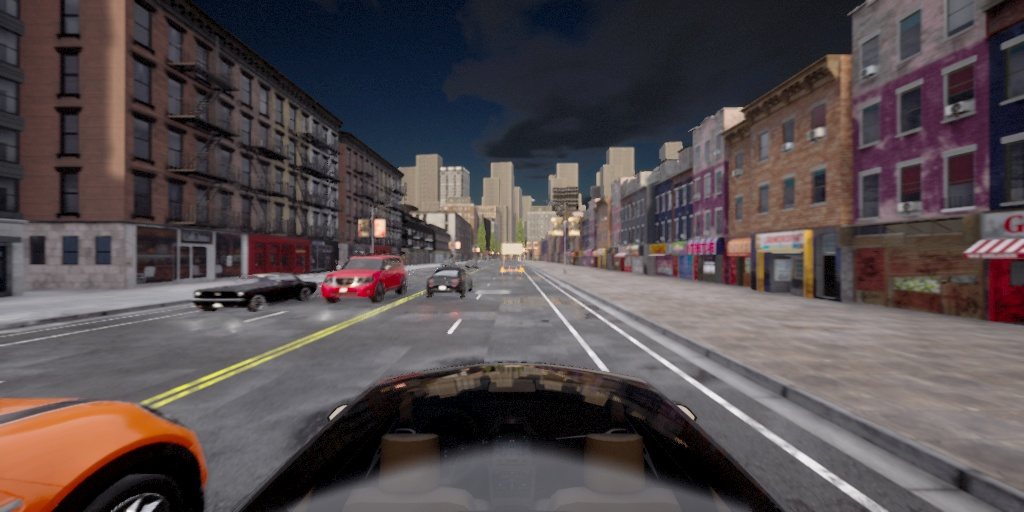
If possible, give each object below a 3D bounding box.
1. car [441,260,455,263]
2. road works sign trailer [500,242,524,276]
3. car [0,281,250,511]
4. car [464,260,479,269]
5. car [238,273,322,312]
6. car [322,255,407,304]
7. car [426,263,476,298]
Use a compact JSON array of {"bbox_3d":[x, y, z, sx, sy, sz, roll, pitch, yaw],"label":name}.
[{"bbox_3d":[-9.801,1.339,55.515,1.837,1.490,4.892,0,0,0],"label":"car"},{"bbox_3d":[0.004,0.253,38.731,2.380,3.560,2.880,0,0,0],"label":"road works sign trailer"},{"bbox_3d":[-3.152,1.102,0.570,2.097,1.767,4.553,0,0,0],"label":"car"},{"bbox_3d":[-6.538,1.343,58.417,1.837,1.490,4.892,0,0,1],"label":"car"},{"bbox_3d":[-9.849,1.353,14.204,1.895,1.301,4.718,0,0,0],"label":"car"},{"bbox_3d":[-6.597,0.976,16.785,2.150,2.045,5.566,0,0,0],"label":"car"},{"bbox_3d":[-3.149,1.282,18.540,1.812,1.442,4.674,0,0,0],"label":"car"}]
